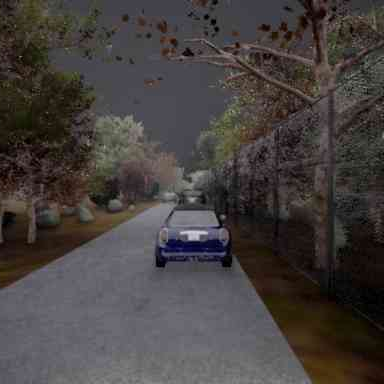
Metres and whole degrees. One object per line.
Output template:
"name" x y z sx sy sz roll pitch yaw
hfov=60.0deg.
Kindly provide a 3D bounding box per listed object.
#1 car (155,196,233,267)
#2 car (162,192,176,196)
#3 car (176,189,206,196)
"car" 0.059 1.160 10.761 2.097 1.767 4.553 0 1 0
"car" -2.993 0.787 45.386 1.837 1.490 4.892 0 0 0
"car" 0.018 0.714 28.399 2.150 2.045 5.566 0 1 0
